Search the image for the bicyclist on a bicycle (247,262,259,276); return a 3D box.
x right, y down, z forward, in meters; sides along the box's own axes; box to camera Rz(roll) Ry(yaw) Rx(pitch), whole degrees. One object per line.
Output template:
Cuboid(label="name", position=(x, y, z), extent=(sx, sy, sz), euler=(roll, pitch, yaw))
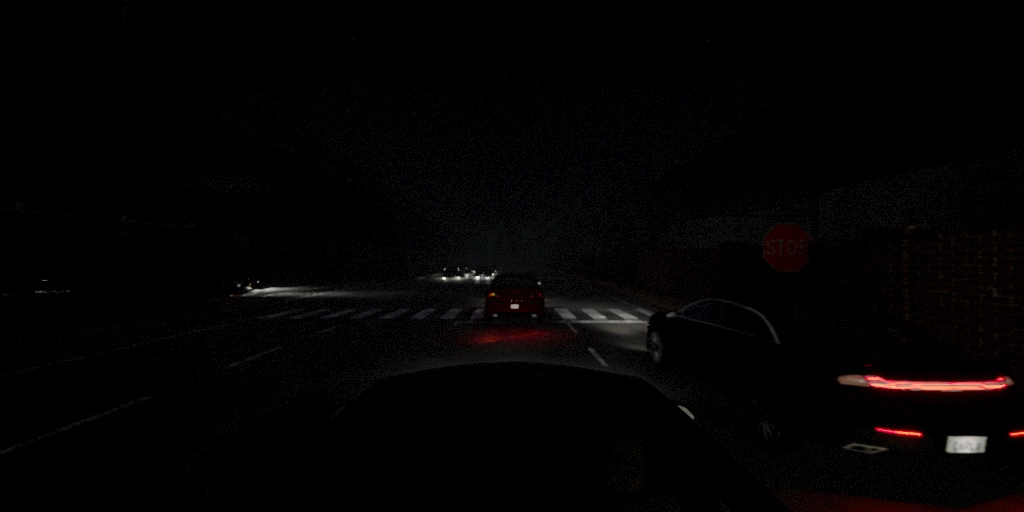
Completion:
Cuboid(label="bicyclist on a bicycle", position=(-25.451, 1.431, 35.213), extent=(0.582, 1.620, 1.656), euler=(0, 0, -1))

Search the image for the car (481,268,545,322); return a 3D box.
Cuboid(label="car", position=(0.080, 1.356, 12.985), extent=(1.882, 1.535, 5.008), euler=(0, -1, 0))

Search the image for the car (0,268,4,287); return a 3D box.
Cuboid(label="car", position=(-32.966, 1.528, 20.657), extent=(4.181, 1.385, 1.994), euler=(0, -1, -1))

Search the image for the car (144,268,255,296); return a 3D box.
Cuboid(label="car", position=(-18.292, 1.458, 20.795), extent=(4.902, 1.511, 2.128), euler=(0, -1, -1))

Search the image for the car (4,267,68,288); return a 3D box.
Cuboid(label="car", position=(-33.042, 1.508, 24.157), extent=(4.892, 1.490, 1.837), euler=(0, -1, -1))

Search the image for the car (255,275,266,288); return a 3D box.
Cuboid(label="car", position=(-19.200, 1.570, 24.286), extent=(4.181, 1.385, 1.994), euler=(0, -1, -1))

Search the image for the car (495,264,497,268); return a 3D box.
Cuboid(label="car", position=(-3.695, 1.876, 54.661), extent=(1.812, 1.442, 4.674), euler=(0, -1, -1))

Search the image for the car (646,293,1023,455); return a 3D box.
Cuboid(label="car", position=(3.557, 1.282, 5.221), extent=(2.128, 1.511, 4.902), euler=(0, -1, 0))

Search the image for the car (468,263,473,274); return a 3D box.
Cuboid(label="car", position=(-7.160, 1.678, 52.290), extent=(2.097, 1.767, 4.553), euler=(0, -1, -1))

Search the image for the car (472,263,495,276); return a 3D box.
Cuboid(label="car", position=(-3.542, 1.808, 45.302), extent=(1.994, 1.385, 4.181), euler=(0, -1, -1))

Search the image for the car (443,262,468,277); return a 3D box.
Cuboid(label="car", position=(-7.016, 1.577, 43.553), extent=(2.097, 1.767, 4.553), euler=(0, -1, -1))
